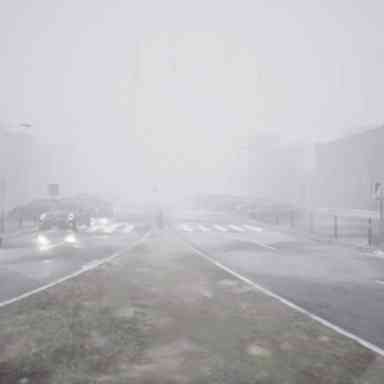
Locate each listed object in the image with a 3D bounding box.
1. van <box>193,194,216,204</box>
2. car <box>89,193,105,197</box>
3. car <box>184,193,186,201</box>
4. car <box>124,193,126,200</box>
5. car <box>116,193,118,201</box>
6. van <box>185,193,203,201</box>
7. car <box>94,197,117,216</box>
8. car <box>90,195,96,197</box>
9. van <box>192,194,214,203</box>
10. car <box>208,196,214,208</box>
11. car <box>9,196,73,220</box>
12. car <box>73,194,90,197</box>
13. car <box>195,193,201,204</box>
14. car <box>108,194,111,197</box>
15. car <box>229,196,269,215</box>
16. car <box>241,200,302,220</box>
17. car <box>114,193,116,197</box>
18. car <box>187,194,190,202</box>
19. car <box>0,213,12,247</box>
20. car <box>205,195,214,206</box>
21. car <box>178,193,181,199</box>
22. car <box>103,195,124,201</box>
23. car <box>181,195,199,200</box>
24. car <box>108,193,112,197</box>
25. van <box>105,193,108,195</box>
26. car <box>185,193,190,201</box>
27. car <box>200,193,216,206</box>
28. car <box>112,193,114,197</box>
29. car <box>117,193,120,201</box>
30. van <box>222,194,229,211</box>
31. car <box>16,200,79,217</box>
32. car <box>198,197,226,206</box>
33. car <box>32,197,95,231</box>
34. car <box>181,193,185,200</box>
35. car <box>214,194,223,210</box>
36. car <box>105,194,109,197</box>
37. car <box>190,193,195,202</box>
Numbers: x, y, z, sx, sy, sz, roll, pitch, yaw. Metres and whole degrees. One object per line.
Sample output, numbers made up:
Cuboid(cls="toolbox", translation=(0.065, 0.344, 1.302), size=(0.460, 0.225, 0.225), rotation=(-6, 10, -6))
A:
Cuboid(cls="van", translation=(2.456, 1.374, 67.490), size=(4.442, 1.987, 1.878), rotation=(0, 0, -7))
Cuboid(cls="car", translation=(-15.074, 1.236, 44.849), size=(5.566, 2.045, 2.435), rotation=(0, 0, -7))
Cuboid(cls="car", translation=(1.253, 1.592, 78.540), size=(4.892, 1.521, 2.231), rotation=(0, 0, -7))
Cuboid(cls="car", translation=(-19.486, 1.430, 80.421), size=(5.366, 1.575, 1.946), rotation=(0, 0, -7))
Cuboid(cls="car", translation=(-17.333, 1.439, 64.018), size=(4.892, 1.521, 2.231), rotation=(0, 0, -7))
Cuboid(cls="van", translation=(0.490, 1.366, 84.047), size=(4.442, 1.987, 1.878), rotation=(0, 0, -7))
Cuboid(cls="car", translation=(-9.063, 1.563, 33.162), size=(2.128, 1.511, 4.902), rotation=(1, 0, -7))
Cuboid(cls="car", translation=(-14.400, 1.506, 39.377), size=(4.892, 1.521, 2.231), rotation=(0, 0, -7))
Cuboid(cls="van", translation=(2.360, 1.372, 70.275), size=(4.442, 1.987, 1.878), rotation=(0, 0, -7))
Cuboid(cls="car", translation=(5.171, 1.671, 45.548), size=(5.008, 1.535, 2.097), rotation=(0, 0, -7))
Cuboid(cls="car", translation=(-13.052, 1.387, 28.422), size=(4.553, 1.767, 2.185), rotation=(0, 0, -7))
Cuboid(cls="car", translation=(-14.034, 1.385, 36.639), size=(4.553, 1.767, 2.185), rotation=(0, 0, -7))
Cuboid(cls="car", translation=(3.840, 1.378, 56.585), size=(5.566, 2.045, 2.435), rotation=(0, 0, -7))
Cuboid(cls="car", translation=(-16.035, 1.461, 53.066), size=(5.008, 1.535, 2.097), rotation=(0, 0, -7))
Cuboid(cls="car", translation=(6.535, 1.573, 34.383), size=(4.553, 1.767, 2.185), rotation=(0, 0, -7))
Cuboid(cls="car", translation=(7.114, 1.717, 28.978), size=(4.792, 1.488, 2.163), rotation=(0, 0, -7))
Cuboid(cls="car", translation=(-16.979, 1.316, 61.284), size=(4.553, 1.767, 2.185), rotation=(1, 0, -7))
Cuboid(cls="car", translation=(1.897, 1.633, 73.146), size=(4.674, 1.452, 2.002), rotation=(0, 0, -7))
Cuboid(cls="car", translation=(-8.310, 1.585, 10.843), size=(1.994, 1.385, 4.181), rotation=(0, 0, 9))
Cuboid(cls="car", translation=(4.870, 1.662, 48.186), size=(4.892, 1.521, 2.231), rotation=(0, 0, -7))
Cuboid(cls="car", translation=(-0.077, 1.346, 89.576), size=(5.566, 2.045, 2.435), rotation=(0, 0, -7))
Cuboid(cls="car", translation=(-19.623, 1.438, 83.180), size=(4.892, 1.521, 2.231), rotation=(0, 0, -7))
Cuboid(cls="car", translation=(-0.713, 1.610, 95.097), size=(4.892, 1.521, 2.231), rotation=(0, 0, -7))
Cuboid(cls="car", translation=(-16.387, 1.328, 55.801), size=(4.553, 1.767, 2.185), rotation=(0, 0, -7))
Cuboid(cls="van", translation=(-15.585, 1.245, 50.342), size=(4.442, 1.987, 1.878), rotation=(0, 0, -7))
Cuboid(cls="car", translation=(1.557, 1.621, 75.778), size=(4.792, 1.488, 2.163), rotation=(0, 0, -7))
Cuboid(cls="car", translation=(4.567, 1.399, 50.946), size=(5.566, 2.045, 2.435), rotation=(0, 0, -7))
Cuboid(cls="car", translation=(-16.714, 1.322, 58.538), size=(4.553, 1.767, 2.185), rotation=(0, 0, -7))
Cuboid(cls="car", translation=(-17.660, 1.435, 66.756), size=(4.892, 1.521, 2.231), rotation=(0, 0, -7))
Cuboid(cls="van", translation=(6.046, 1.471, 37.253), size=(4.442, 1.987, 1.878), rotation=(0, 0, -7))
Cuboid(cls="car", translation=(-13.417, 1.515, 31.160), size=(5.008, 1.535, 2.097), rotation=(0, 0, -7))
Cuboid(cls="car", translation=(3.542, 1.661, 59.288), size=(4.674, 1.452, 2.002), rotation=(0, 0, -7))
Cuboid(cls="car", translation=(-7.821, 1.410, 20.815), size=(2.097, 1.767, 4.553), rotation=(0, 0, -4))
Cuboid(cls="car", translation=(0.906, 1.339, 81.299), size=(5.566, 2.045, 2.435), rotation=(0, 0, -7))
Cuboid(cls="car", translation=(5.550, 1.557, 42.669), size=(4.553, 1.767, 2.185), rotation=(0, 0, -7))
Cuboid(cls="car", translation=(-15.191, 1.477, 47.613), size=(5.366, 1.575, 1.946), rotation=(0, 0, -7))
Cuboid(cls="car", translation=(2.928, 1.356, 64.746), size=(5.566, 2.045, 2.435), rotation=(0, 0, -7))
